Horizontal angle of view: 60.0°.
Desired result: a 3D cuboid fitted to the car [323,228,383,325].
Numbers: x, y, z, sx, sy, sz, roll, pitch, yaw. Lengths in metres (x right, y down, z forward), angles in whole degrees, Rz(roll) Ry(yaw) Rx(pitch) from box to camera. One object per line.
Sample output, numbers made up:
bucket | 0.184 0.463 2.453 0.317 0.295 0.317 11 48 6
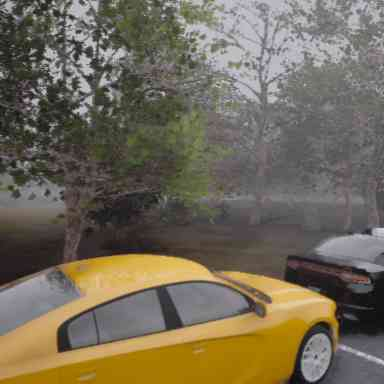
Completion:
car | 4.136 1.501 6.995 5.008 1.535 2.097 0 1 -33

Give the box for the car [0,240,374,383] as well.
car | -0.388 1.485 3.760 5.008 1.535 2.097 0 1 -33
